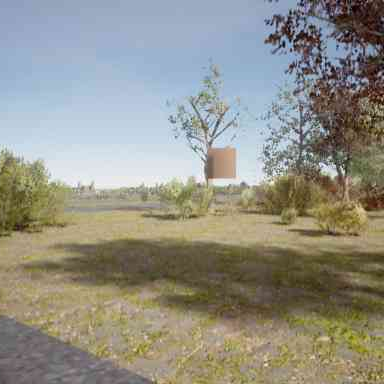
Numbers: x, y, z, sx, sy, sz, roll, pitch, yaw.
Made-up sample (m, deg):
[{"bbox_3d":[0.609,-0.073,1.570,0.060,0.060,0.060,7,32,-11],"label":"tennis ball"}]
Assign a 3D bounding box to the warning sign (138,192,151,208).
[{"bbox_3d":[-5.924,0.985,41.623,1.300,1.860,1.060,0,0,40],"label":"warning sign"}]
